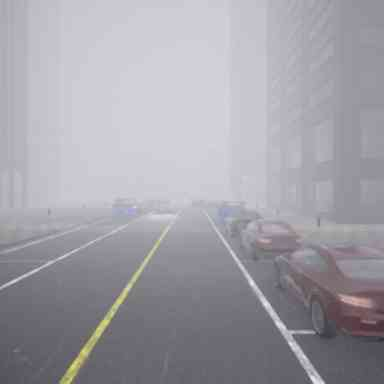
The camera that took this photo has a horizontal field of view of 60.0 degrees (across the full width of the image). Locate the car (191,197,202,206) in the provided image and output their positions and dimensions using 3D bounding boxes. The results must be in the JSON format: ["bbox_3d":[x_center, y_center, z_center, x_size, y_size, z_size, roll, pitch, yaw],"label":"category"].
[{"bbox_3d":[0.815,1.592,57.558,1.837,1.490,4.892,0,0,0],"label":"car"}]

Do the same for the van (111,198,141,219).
[{"bbox_3d":[-5.777,1.386,28.895,1.690,1.788,3.998,0,0,0],"label":"van"}]

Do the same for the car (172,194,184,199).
[{"bbox_3d":[-3.029,1.076,79.078,2.097,1.767,4.553,0,0,0],"label":"car"}]

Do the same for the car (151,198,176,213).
[{"bbox_3d":[-3.109,1.659,37.400,1.895,1.301,4.718,0,0,0],"label":"car"}]

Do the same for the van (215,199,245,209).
[{"bbox_3d":[2.750,1.378,23.261,1.690,1.788,3.998,0,0,0],"label":"van"}]

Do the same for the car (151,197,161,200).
[{"bbox_3d":[-5.782,1.636,45.817,1.947,1.339,4.313,0,0,0],"label":"car"}]

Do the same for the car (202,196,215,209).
[{"bbox_3d":[2.743,1.616,45.823,1.887,1.381,4.507,0,0,0],"label":"car"}]

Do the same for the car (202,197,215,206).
[{"bbox_3d":[2.739,1.637,57.104,2.008,1.369,4.403,0,0,0],"label":"car"}]

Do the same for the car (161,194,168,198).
[{"bbox_3d":[-5.787,1.525,57.099,1.967,1.590,4.097,0,0,0],"label":"car"}]

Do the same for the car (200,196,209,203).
[{"bbox_3d":[2.733,1.628,74.196,1.752,1.417,4.829,0,0,0],"label":"car"}]

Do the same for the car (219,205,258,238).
[{"bbox_3d":[2.753,1.594,17.620,1.947,1.339,4.313,0,0,0],"label":"car"}]

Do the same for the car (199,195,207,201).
[{"bbox_3d":[2.729,1.551,85.309,1.967,1.590,4.097,0,0,0],"label":"car"}]

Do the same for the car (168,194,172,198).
[{"bbox_3d":[-5.790,1.663,68.381,1.947,1.339,4.313,0,0,0],"label":"car"}]

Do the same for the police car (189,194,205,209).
[{"bbox_3d":[0.870,1.501,47.668,1.930,1.638,5.238,0,0,0],"label":"police car"}]

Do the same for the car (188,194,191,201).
[{"bbox_3d":[0.725,1.445,63.528,2.097,1.767,4.553,0,0,0],"label":"car"}]

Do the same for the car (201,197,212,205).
[{"bbox_3d":[2.737,1.658,62.745,1.947,1.339,4.313,0,0,0],"label":"car"}]

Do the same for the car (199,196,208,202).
[{"bbox_3d":[2.731,1.658,79.667,2.008,1.369,4.403,0,0,0],"label":"car"}]

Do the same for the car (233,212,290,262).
[{"bbox_3d":[2.756,1.602,11.979,1.802,1.307,4.206,0,0,0],"label":"car"}]

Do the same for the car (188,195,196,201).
[{"bbox_3d":[-0.030,1.510,82.059,2.033,1.411,5.357,0,0,0],"label":"car"}]

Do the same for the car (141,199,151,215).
[{"bbox_3d":[-5.778,1.598,34.536,1.887,1.381,4.507,0,0,0],"label":"car"}]

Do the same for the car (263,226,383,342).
[{"bbox_3d":[2.758,1.593,6.338,1.802,1.307,4.206,0,0,0],"label":"car"}]

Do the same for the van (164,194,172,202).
[{"bbox_3d":[-5.795,1.447,79.663,1.690,1.788,3.998,0,0,0],"label":"van"}]
